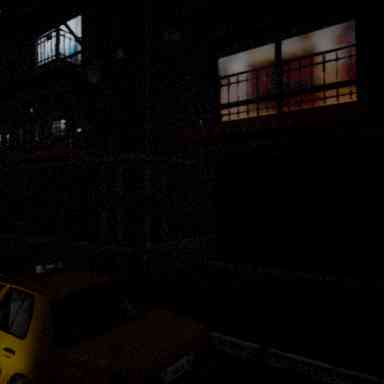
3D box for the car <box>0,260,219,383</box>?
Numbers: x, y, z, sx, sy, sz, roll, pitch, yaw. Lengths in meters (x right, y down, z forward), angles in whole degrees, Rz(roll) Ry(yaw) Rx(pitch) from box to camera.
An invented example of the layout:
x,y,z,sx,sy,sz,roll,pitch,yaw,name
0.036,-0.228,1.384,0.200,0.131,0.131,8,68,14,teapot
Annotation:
x,y,z,sx,sy,sz,roll,pitch,yaw,name
-2.005,1.569,4.310,4.829,1.417,1.752,-1,-1,36,car
